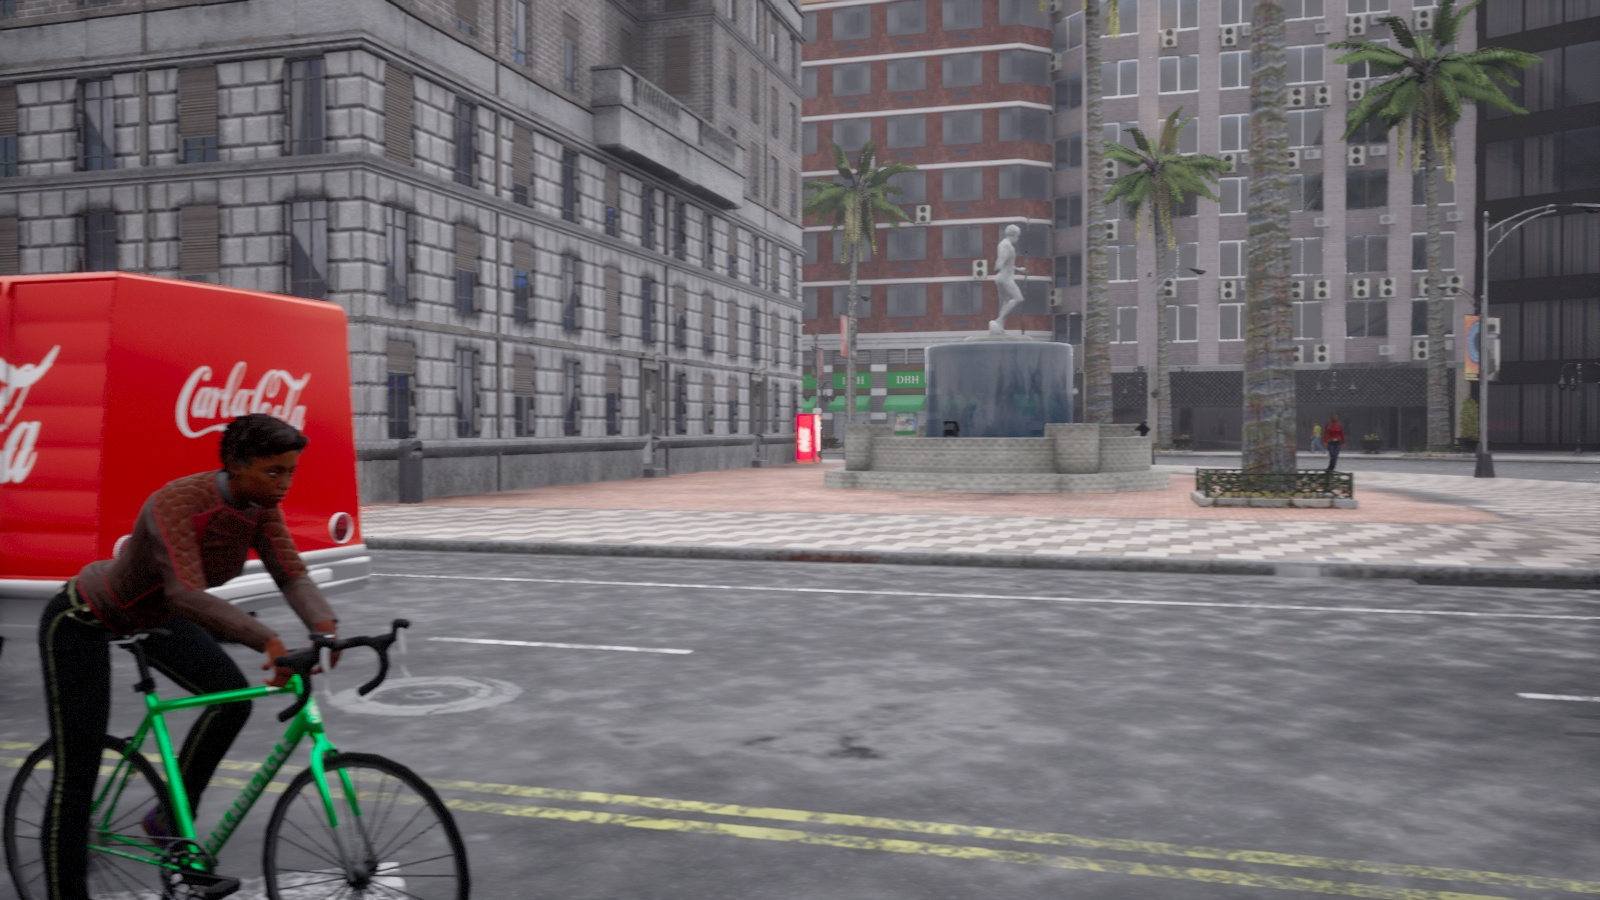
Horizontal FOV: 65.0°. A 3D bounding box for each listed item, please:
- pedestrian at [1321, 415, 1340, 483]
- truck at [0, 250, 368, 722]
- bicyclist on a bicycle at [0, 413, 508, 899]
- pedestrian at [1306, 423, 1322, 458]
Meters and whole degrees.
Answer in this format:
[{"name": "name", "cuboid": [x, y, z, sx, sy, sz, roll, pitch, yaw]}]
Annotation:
[{"name": "pedestrian", "cuboid": [14.581, -0.028, 34.516, 0.331, 1.846, 0.636, 0, 1, 8]}, {"name": "truck", "cuboid": [-5.994, 0.159, 8.554, 5.204, 2.467, 2.627, 0, 1, 17]}, {"name": "bicyclist on a bicycle", "cuboid": [-1.738, 0.707, 3.657, 1.656, 1.620, 0.582, 1, 1, 17]}, {"name": "pedestrian", "cuboid": [27.625, -0.519, 67.451, 0.706, 1.836, 0.354, 1, 1, 41]}]
